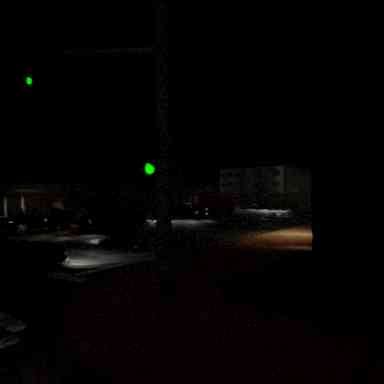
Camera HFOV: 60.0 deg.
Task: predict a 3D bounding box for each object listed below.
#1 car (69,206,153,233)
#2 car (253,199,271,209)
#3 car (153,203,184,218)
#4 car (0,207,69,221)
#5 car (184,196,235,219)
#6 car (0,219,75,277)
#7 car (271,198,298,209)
[{"bbox_3d":[-5.169,1.694,21.897,1.882,1.535,5.008,-1,-1,36],"label":"car"},{"bbox_3d":[10.834,1.757,49.755,1.837,1.490,4.892,-1,-1,36],"label":"car"},{"bbox_3d":[-1.862,1.784,32.392,1.812,1.442,4.674,-1,0,36],"label":"car"},{"bbox_3d":[-9.854,1.757,21.399,2.128,1.511,4.902,-1,-1,36],"label":"car"},{"bbox_3d":[2.029,1.427,31.826,2.150,2.045,5.566,-1,0,36],"label":"car"},{"bbox_3d":[-5.993,1.687,8.536,2.033,1.411,5.357,-1,-1,33],"label":"car"},{"bbox_3d":[13.727,1.692,47.782,2.128,1.511,4.902,-1,-1,36],"label":"car"}]
